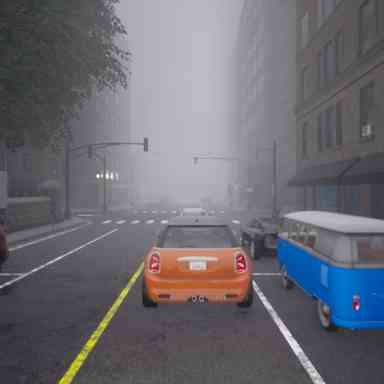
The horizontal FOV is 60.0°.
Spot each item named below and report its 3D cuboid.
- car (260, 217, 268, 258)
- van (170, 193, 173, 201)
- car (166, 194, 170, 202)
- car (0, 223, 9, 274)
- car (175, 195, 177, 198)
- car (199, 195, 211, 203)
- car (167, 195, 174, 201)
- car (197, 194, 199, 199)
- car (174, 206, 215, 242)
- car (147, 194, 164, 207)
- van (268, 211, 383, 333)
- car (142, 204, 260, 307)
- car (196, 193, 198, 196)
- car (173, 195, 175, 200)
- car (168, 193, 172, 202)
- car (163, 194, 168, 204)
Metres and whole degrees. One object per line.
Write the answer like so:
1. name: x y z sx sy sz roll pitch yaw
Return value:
1. car: 2.856 1.562 12.220 1.947 1.339 4.313 0 0 0
2. van: -5.671 1.308 72.011 1.690 1.788 3.998 0 0 0
3. car: -5.670 1.511 61.109 1.887 1.381 4.507 0 0 0
4. car: -5.669 1.314 6.519 2.192 1.841 5.009 0 0 0
5. car: -5.672 1.285 82.913 2.192 1.841 5.009 0 0 0
6. car: 2.854 1.406 66.596 1.967 1.590 4.097 0 0 0
7. car: -5.671 1.498 88.193 1.752 1.417 4.829 0 0 0
8. car: 2.854 1.519 77.493 2.008 1.369 4.403 0 0 0
9. car: 0.101 1.520 17.114 1.812 1.442 4.674 0 0 0
10. car: -5.670 1.495 50.038 1.752 1.417 4.829 0 0 0
11. van: 2.856 1.340 6.559 1.690 1.788 3.998 0 0 0
12. car: 0.102 1.350 8.113 2.097 1.767 4.553 0 0 0
13. car: 2.853 1.502 94.009 1.752 1.417 4.829 0 0 0
14. car: -5.671 1.519 77.462 2.008 1.369 4.403 0 0 0
15. car: -5.671 1.511 66.560 1.887 1.381 4.507 0 0 0
16. car: -5.670 1.519 55.658 2.008 1.369 4.403 0 0 0
